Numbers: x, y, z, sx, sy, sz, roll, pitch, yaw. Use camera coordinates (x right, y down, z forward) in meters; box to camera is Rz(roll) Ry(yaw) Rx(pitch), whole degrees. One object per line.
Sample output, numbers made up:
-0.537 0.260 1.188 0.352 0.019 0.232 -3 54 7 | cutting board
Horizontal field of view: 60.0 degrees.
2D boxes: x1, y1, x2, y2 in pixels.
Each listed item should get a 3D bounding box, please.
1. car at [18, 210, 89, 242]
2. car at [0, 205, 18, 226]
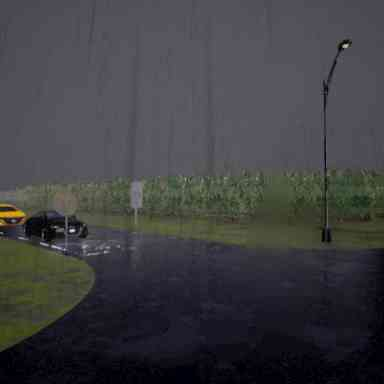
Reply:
-7.052 1.665 17.091 4.181 1.385 1.994 -1 -1 45 | car
-13.294 1.641 23.335 1.882 1.535 5.008 0 -1 -45 | car
